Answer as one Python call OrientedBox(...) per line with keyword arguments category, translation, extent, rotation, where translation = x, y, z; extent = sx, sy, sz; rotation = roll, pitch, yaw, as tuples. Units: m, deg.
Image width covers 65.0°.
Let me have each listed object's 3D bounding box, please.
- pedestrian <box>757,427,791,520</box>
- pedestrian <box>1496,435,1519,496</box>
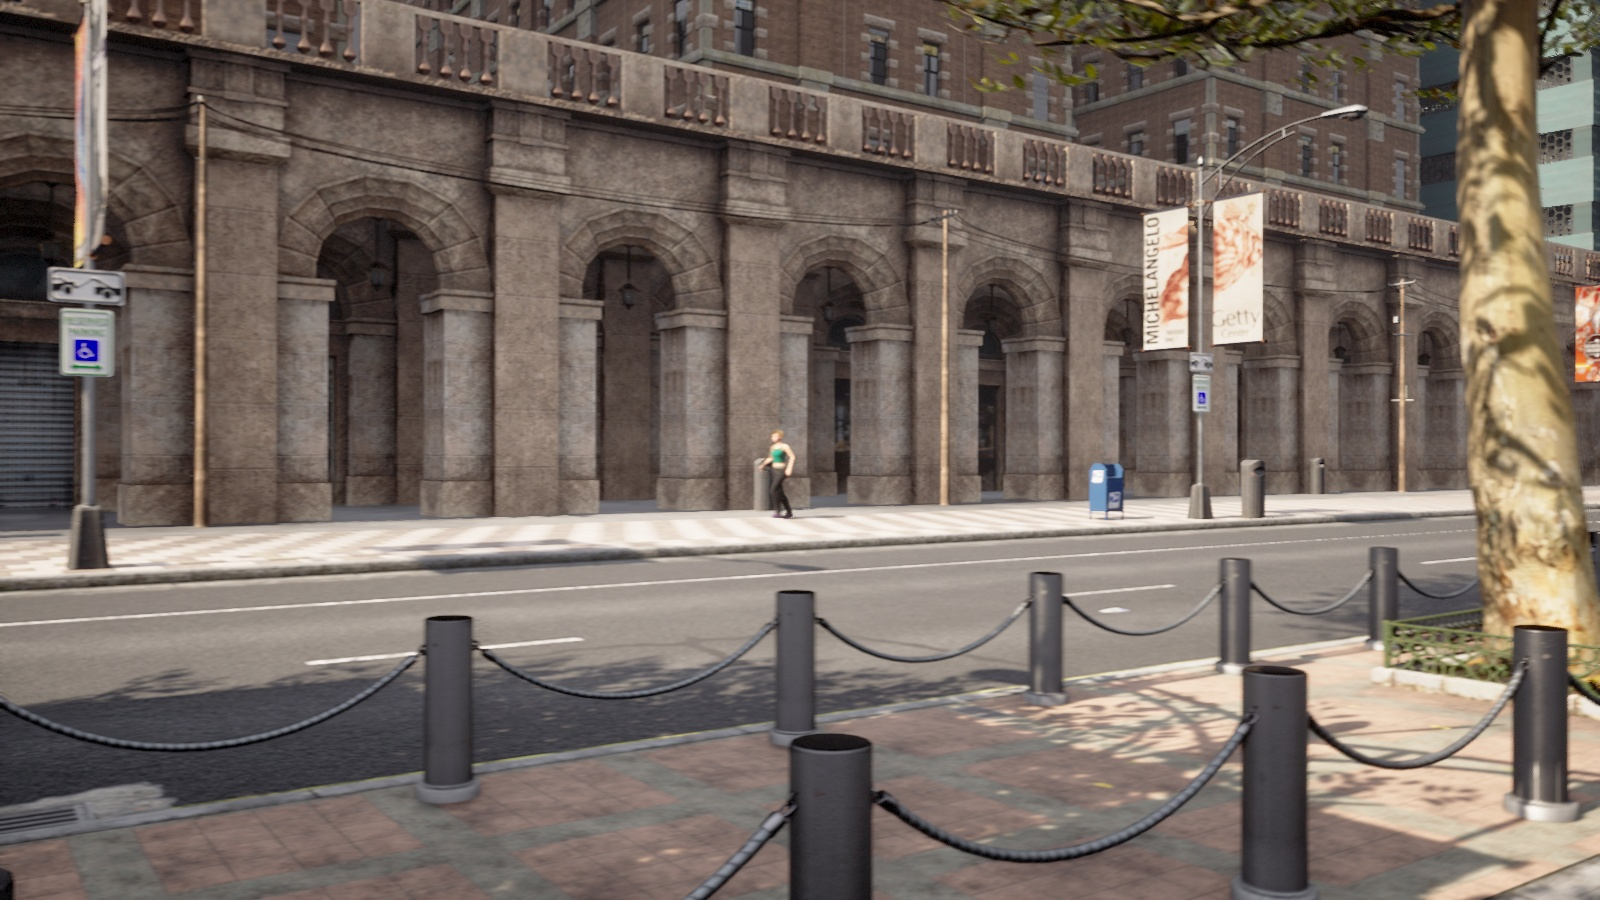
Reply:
OrientedBox(category="pedestrian", translation=(-0.516, 0.468, 25.305), extent=(0.594, 1.836, 0.345), rotation=(0, 0, -35))
OrientedBox(category="pedestrian", translation=(21.525, 0.458, 38.214), extent=(0.614, 1.847, 0.353), rotation=(0, 0, -33))
